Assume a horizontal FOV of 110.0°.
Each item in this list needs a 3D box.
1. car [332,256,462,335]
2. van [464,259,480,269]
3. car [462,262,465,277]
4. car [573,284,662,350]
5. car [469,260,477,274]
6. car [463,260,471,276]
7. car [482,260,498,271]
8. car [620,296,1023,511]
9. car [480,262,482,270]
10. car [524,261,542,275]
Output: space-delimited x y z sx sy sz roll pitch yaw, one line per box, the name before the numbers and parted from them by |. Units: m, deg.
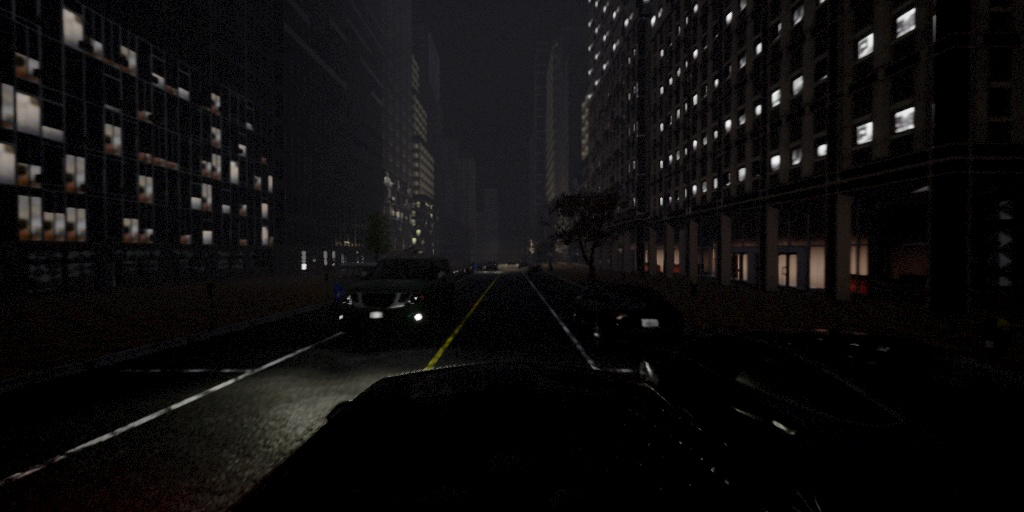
car | -3.093 1.009 10.971 2.150 2.045 5.566 0 0 0
van | -5.706 1.303 48.391 1.690 1.789 3.998 0 0 0
car | -5.700 1.429 31.517 2.007 1.370 4.403 0 0 0
car | 2.689 1.344 9.020 1.948 1.339 4.313 0 0 0
car | -5.704 1.479 42.767 1.888 1.381 4.507 0 0 0
car | -5.703 1.431 36.972 1.751 1.417 4.829 0 0 0
car | -3.074 1.494 53.898 1.837 1.490 4.892 0 0 0
car | 2.691 1.322 3.395 1.948 1.339 4.313 0 0 0
car | -5.711 1.566 59.641 1.888 1.381 4.507 0 0 0
car | 2.677 1.513 42.770 1.802 1.307 4.207 0 0 0
